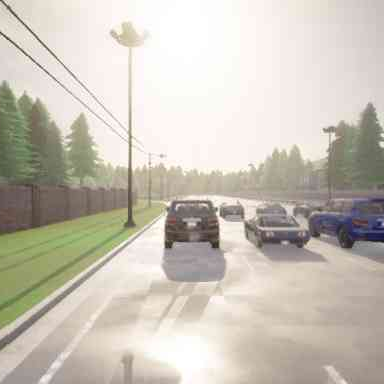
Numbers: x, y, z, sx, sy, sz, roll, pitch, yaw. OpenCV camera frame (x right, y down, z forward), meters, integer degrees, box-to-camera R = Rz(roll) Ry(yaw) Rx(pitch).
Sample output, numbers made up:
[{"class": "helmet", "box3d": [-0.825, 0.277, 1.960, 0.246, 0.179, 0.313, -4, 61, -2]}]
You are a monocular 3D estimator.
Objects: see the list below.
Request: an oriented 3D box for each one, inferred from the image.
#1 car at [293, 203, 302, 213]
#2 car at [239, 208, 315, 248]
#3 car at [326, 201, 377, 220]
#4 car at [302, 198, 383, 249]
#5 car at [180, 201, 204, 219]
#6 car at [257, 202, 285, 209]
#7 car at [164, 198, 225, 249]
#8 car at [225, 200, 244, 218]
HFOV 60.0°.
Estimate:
[{"class": "car", "box3d": [10.500, 1.531, 29.650, 1.812, 1.442, 4.674, 0, 0, 0]}, {"class": "car", "box3d": [3.500, 1.613, 14.680, 1.895, 1.301, 4.718, 0, 0, 0]}, {"class": "car", "box3d": [14.000, 1.561, 29.650, 2.033, 1.411, 5.357, 0, 0, 0]}, {"class": "car", "box3d": [7.000, 1.255, 14.680, 2.150, 2.045, 5.566, 0, 0, 0]}, {"class": "car", "box3d": [0.000, 1.570, 29.650, 1.994, 1.385, 4.181, 0, 0, 0]}, {"class": "car", "box3d": [7.000, 1.570, 29.650, 1.994, 1.385, 4.181, 0, 0, 0]}, {"class": "car", "box3d": [0.000, 1.255, 14.680, 2.150, 2.045, 5.566, 0, 0, 0]}, {"class": "car", "box3d": [3.500, 1.493, 29.650, 2.128, 1.511, 4.902, 0, 0, 0]}]
